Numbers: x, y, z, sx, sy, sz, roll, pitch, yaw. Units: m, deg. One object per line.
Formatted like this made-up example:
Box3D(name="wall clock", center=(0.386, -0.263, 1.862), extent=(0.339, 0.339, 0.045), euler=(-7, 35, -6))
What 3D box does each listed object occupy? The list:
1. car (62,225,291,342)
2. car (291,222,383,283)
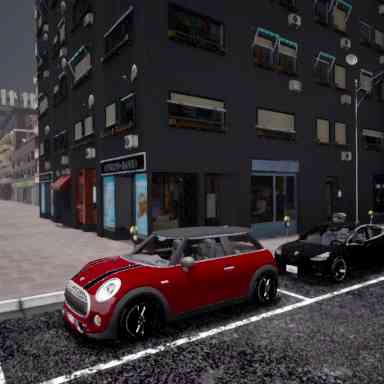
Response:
Box3D(name="car", center=(-0.280, 1.439, 6.377), extent=(4.097, 1.590, 1.967), euler=(0, -1, -36))
Box3D(name="car", center=(4.278, 1.564, 9.632), extent=(4.313, 1.339, 1.947), euler=(0, -1, -36))
